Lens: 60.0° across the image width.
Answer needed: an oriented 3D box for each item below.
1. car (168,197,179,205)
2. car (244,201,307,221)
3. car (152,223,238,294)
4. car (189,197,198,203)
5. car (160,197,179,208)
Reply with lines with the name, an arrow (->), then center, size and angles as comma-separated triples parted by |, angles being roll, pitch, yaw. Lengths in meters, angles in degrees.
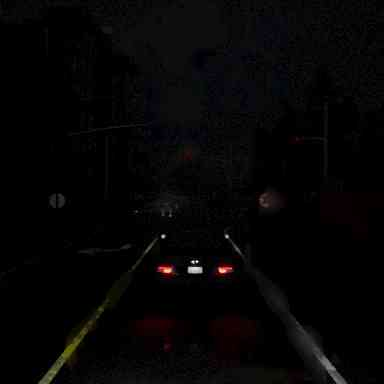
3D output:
car -> -3.418, 1.601, 61.933 | 1.895, 1.301, 4.718 | 0, 0, 0
car -> 6.593, 1.493, 26.519 | 4.892, 1.490, 1.837 | 0, 2, 7
car -> 0.080, 1.547, 8.908 | 2.033, 1.411, 5.357 | 0, 0, 0
car -> 0.262, 1.601, 69.680 | 1.895, 1.301, 4.718 | 0, 0, 0
car -> -3.483, 1.492, 48.339 | 2.128, 1.511, 4.902 | 0, 0, 0
